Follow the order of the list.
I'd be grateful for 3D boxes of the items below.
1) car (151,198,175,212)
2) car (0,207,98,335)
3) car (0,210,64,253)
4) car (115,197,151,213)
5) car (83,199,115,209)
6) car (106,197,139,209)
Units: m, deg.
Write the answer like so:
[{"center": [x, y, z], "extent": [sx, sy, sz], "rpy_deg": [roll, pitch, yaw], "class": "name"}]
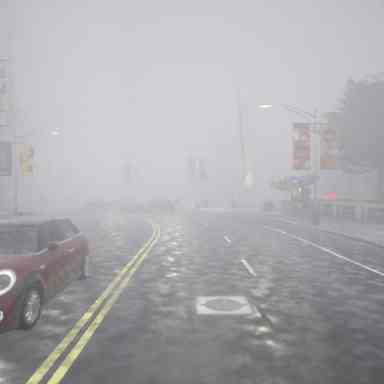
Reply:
[{"center": [-3.729, 1.503, 38.937], "extent": [1.837, 1.490, 4.892], "rpy_deg": [0, 0, -31], "class": "car"}, {"center": [-3.662, 1.352, 6.849], "extent": [2.097, 1.767, 4.553], "rpy_deg": [0, 0, -1], "class": "car"}, {"center": [-7.276, 1.563, 14.344], "extent": [1.994, 1.385, 4.181], "rpy_deg": [0, 0, -2], "class": "car"}, {"center": [-6.627, 1.524, 37.168], "extent": [1.812, 1.442, 4.674], "rpy_deg": [0, 0, -32], "class": "car"}, {"center": [-12.787, 1.598, 44.707], "extent": [4.718, 1.301, 1.895], "rpy_deg": [0, 0, 44], "class": "car"}, {"center": [-9.822, 1.489, 46.637], "extent": [2.128, 1.511, 4.902], "rpy_deg": [0, 0, -45], "class": "car"}]
